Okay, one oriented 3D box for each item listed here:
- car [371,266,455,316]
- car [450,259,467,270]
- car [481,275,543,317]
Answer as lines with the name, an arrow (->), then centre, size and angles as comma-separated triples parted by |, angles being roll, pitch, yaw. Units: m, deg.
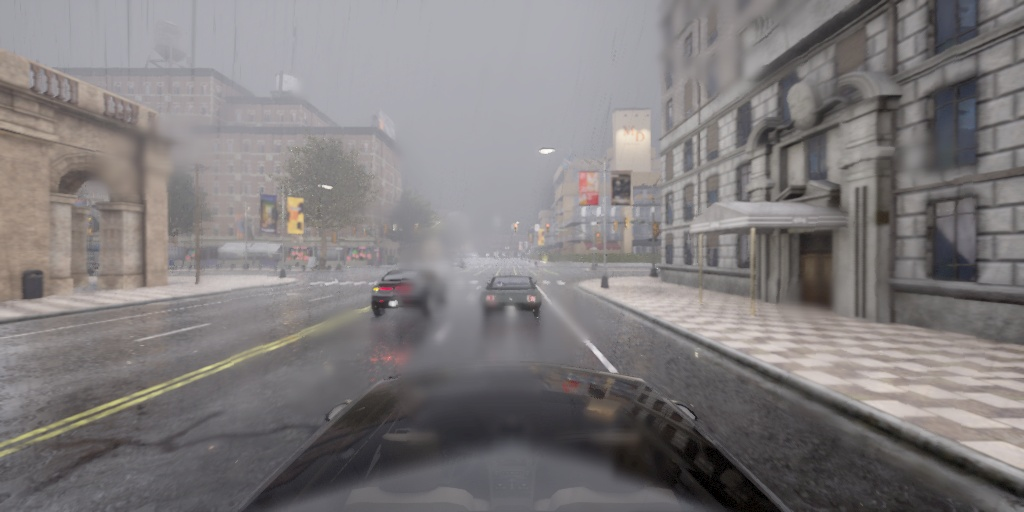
car -> -3.499, 1.215, 13.047 | 1.837, 1.490, 4.892 | 0, -1, 0
car -> -7.440, 1.105, 50.394 | 2.128, 1.511, 4.902 | 0, 0, -1
car -> 0.003, 1.316, 12.962 | 1.895, 1.301, 4.718 | 0, 0, 0
